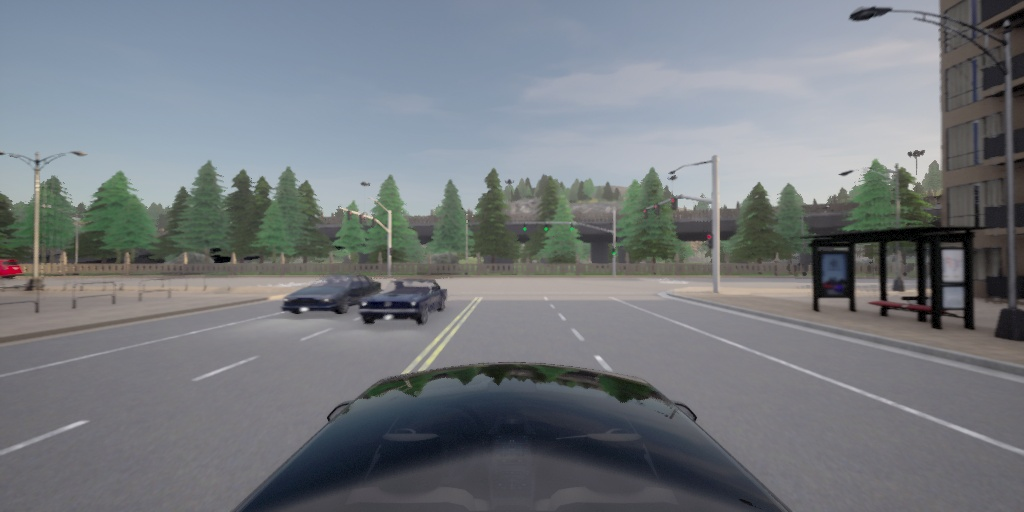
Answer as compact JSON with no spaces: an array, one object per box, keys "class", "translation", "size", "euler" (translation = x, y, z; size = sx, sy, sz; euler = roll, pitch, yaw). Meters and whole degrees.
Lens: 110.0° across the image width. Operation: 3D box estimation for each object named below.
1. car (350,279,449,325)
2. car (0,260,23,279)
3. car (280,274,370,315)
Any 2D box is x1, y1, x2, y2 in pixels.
[{"class":"car","translation":[-3.555,1.492,12.537],"size":[1.895,1.301,4.718],"euler":[0,-1,0]},{"class":"car","translation":[-52.965,1.362,35.605],"size":[5.566,2.045,2.150],"euler":[1,-1,-18]},{"class":"car","translation":[-7.034,1.469,14.830],"size":[2.033,1.411,5.357],"euler":[0,-1,1]}]
